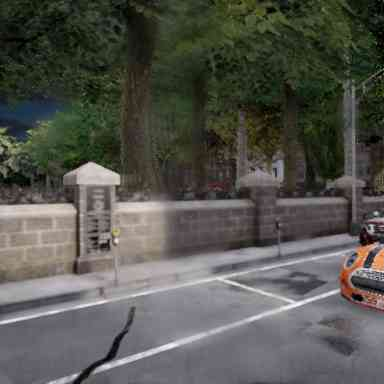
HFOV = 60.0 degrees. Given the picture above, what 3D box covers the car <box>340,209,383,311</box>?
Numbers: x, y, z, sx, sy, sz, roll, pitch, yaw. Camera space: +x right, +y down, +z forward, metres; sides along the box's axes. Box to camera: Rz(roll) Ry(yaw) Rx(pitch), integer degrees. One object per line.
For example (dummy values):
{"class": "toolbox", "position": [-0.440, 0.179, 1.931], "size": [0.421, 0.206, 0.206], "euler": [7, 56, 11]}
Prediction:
{"class": "car", "position": [5.128, 1.335, 7.011], "size": [4.553, 1.767, 2.097], "euler": [0, 0, -36]}
